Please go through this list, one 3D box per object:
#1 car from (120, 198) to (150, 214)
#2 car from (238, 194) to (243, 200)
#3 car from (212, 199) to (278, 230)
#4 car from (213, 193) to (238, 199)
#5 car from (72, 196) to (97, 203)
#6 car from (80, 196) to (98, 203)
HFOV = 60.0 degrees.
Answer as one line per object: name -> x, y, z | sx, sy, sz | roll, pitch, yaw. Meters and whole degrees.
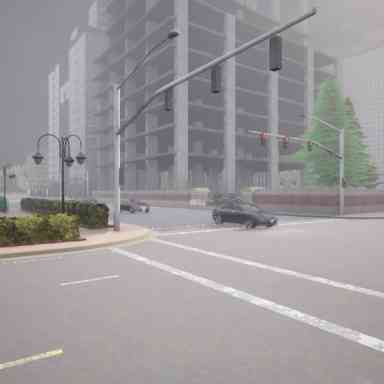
car -> -6.122, 1.433, 34.431 | 2.128, 1.511, 4.902 | 0, 0, -36
car -> 7.382, 1.114, 55.179 | 1.905, 1.878, 3.866 | 0, 0, -36
car -> 3.284, 1.468, 21.494 | 1.837, 1.490, 4.892 | 0, 0, -36
car -> 4.993, 1.114, 53.464 | 1.905, 1.878, 3.866 | 0, 0, -36
car -> -15.847, 1.435, 47.835 | 2.128, 1.511, 4.902 | 0, 0, -36
car -> -20.676, 1.545, 66.696 | 1.895, 1.301, 4.718 | 0, 0, -36
